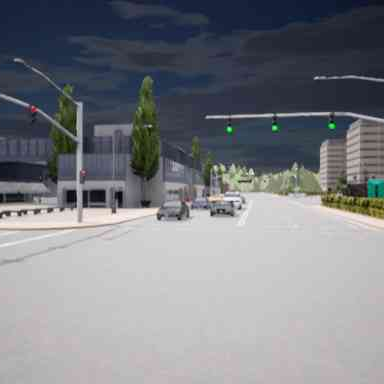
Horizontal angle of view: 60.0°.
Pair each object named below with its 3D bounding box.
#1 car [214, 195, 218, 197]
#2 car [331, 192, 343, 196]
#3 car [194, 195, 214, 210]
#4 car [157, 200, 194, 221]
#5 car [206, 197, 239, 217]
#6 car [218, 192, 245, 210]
[{"bbox_3d":[3.971,1.217,53.340,1.882,1.535,5.008,0,0,12],"label":"car"},{"bbox_3d":[32.993,0.798,72.112,3.866,1.878,1.905,0,0,10],"label":"car"},{"bbox_3d":[1.092,1.336,38.883,1.812,1.442,4.674,0,0,11],"label":"car"},{"bbox_3d":[-1.383,1.397,26.379,1.812,1.442,4.674,0,0,11],"label":"car"},{"bbox_3d":[2.787,1.420,29.402,1.994,1.385,4.181,0,0,11],"label":"car"},{"bbox_3d":[4.785,1.026,39.520,2.150,2.045,5.566,0,1,11],"label":"car"}]
